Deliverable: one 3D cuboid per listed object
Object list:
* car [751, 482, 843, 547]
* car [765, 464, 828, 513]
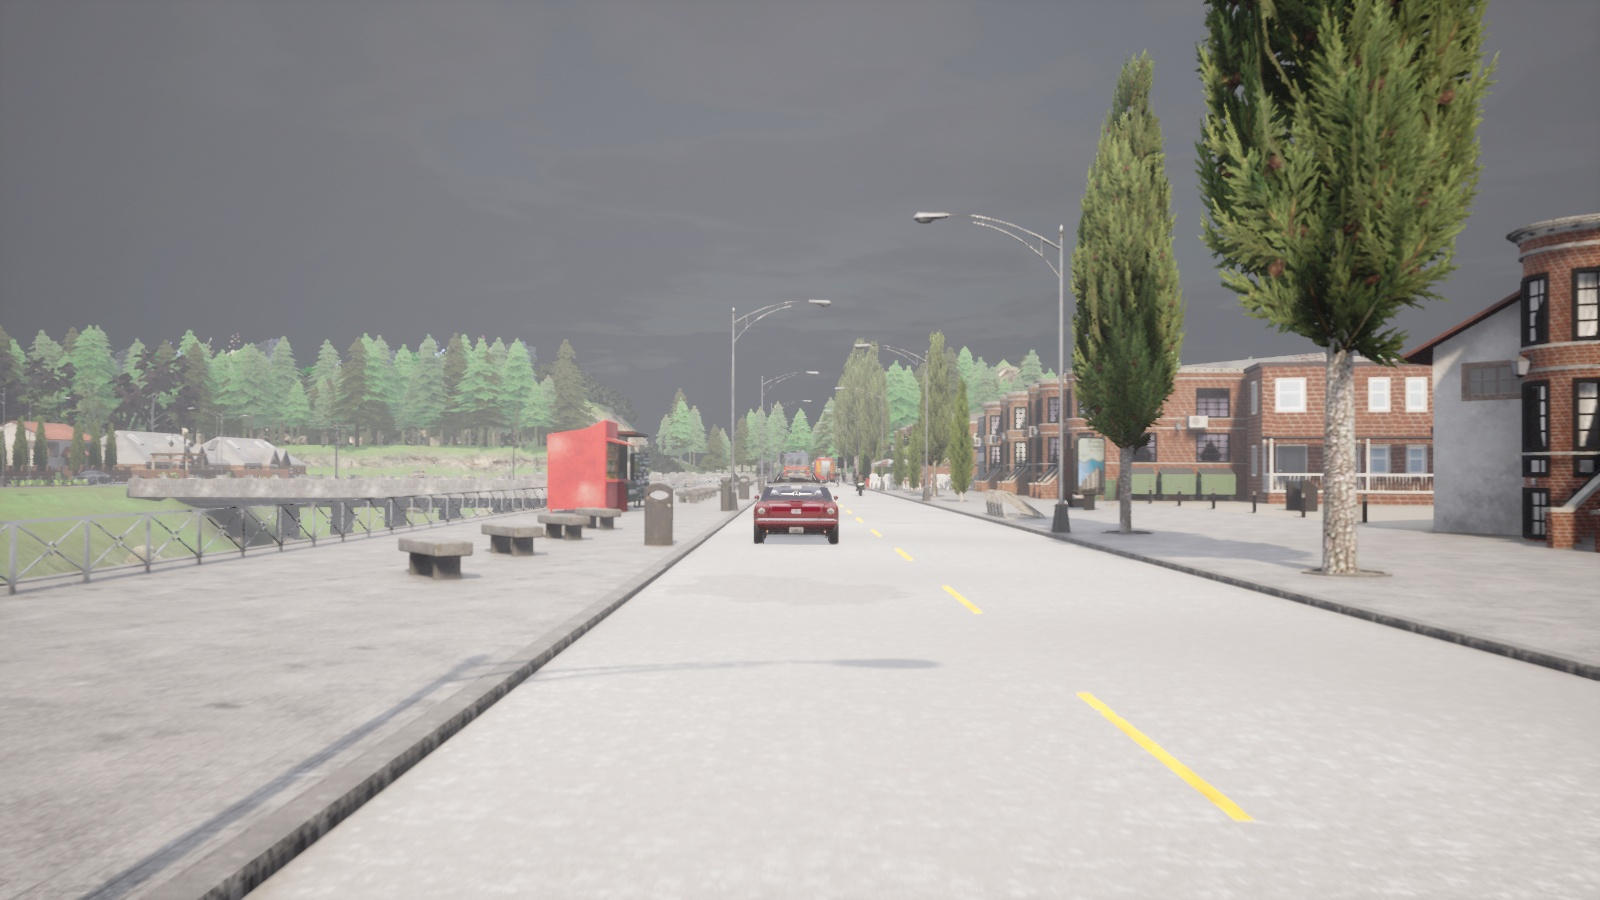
[{"bbox_3d":[-0.073,1.390,28.340,1.895,1.301,4.718,0,-1,0],"label":"car"},{"bbox_3d":[-0.118,1.356,45.525,2.152,1.651,5.027,0,-1,0],"label":"car"}]
